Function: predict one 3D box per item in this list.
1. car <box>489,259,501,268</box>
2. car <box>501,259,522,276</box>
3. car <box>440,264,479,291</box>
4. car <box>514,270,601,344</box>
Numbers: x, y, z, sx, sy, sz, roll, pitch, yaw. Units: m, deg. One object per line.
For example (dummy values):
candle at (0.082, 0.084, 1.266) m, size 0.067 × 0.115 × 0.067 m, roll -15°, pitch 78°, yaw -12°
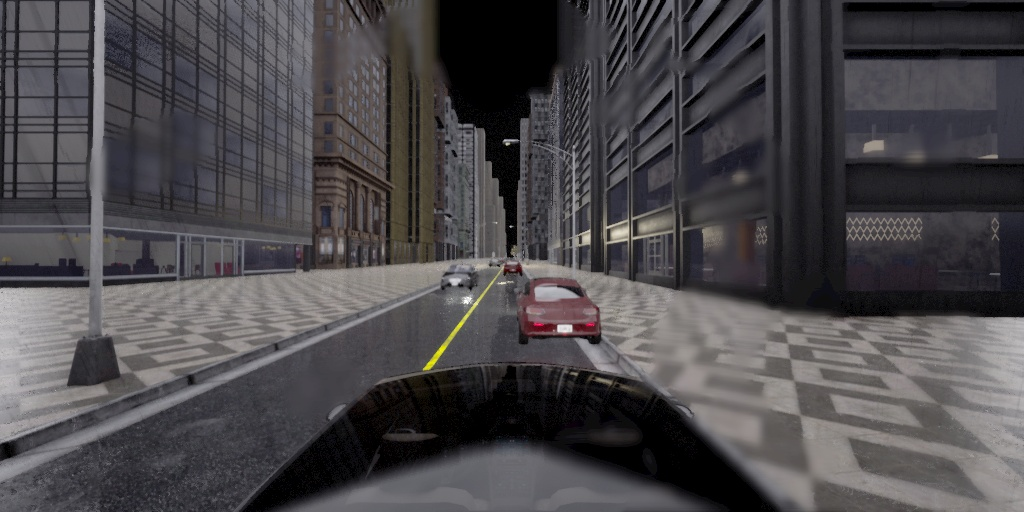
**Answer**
car at (-3.060, 1.234, 63.331) m, size 1.882 × 1.535 × 5.008 m, roll 0°, pitch 0°, yaw 0°
car at (0.085, 1.231, 37.891) m, size 1.882 × 1.535 × 5.008 m, roll 0°, pitch 0°, yaw 0°
car at (-3.096, 1.242, 21.916) m, size 2.128 × 1.511 × 4.902 m, roll 0°, pitch 0°, yaw 0°
car at (1.051, 1.277, 9.428) m, size 1.812 × 1.442 × 4.674 m, roll 0°, pitch 0°, yaw 0°
